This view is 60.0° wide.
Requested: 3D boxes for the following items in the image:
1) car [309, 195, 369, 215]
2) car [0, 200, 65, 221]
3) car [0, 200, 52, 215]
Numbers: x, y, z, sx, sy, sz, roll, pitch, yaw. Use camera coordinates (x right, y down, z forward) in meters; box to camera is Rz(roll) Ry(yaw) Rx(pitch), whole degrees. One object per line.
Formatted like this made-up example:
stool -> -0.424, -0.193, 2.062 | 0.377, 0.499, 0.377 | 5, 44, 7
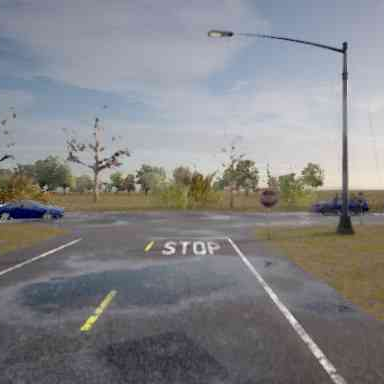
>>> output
car -> 14.719, 1.340, 33.338 | 5.566, 2.045, 2.150 | -1, 0, -2
car -> -12.384, 1.406, 25.616 | 5.008, 1.535, 1.882 | 0, 0, -2
car -> -16.455, 1.488, 32.499 | 4.718, 1.301, 1.895 | 0, 0, -2
